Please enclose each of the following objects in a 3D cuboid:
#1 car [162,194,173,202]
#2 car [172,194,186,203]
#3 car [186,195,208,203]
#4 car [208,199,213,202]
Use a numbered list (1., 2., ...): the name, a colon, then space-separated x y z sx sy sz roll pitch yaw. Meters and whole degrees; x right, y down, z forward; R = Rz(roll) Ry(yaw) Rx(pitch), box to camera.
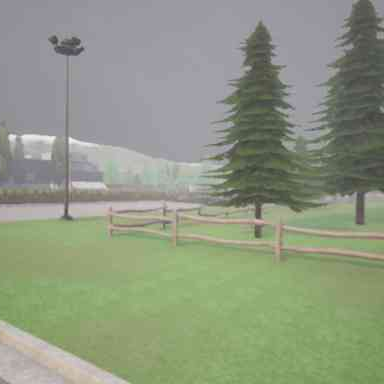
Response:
1. car: -3.334 1.081 60.437 1.837 1.490 4.892 1 0 37
2. car: -0.856 1.180 57.904 1.994 1.385 4.181 1 0 37
3. car: 1.706 1.161 55.491 1.837 1.490 4.892 1 1 37
4. car: 4.990 1.259 54.036 1.994 1.385 4.181 1 0 37
